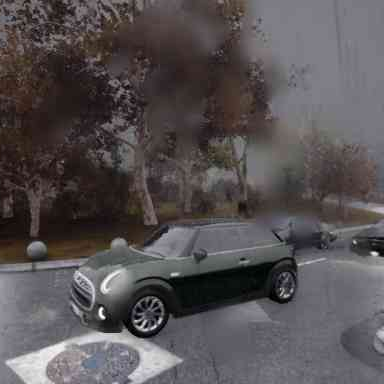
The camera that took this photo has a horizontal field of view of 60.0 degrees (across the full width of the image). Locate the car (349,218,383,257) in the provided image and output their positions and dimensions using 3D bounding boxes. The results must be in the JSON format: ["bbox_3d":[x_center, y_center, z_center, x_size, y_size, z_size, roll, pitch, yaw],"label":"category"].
[{"bbox_3d":[7.924,1.630,12.438,5.357,1.411,2.033,1,0,-40],"label":"car"}]

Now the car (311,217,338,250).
[{"bbox_3d":[3.695,1.599,12.974,5.357,1.411,2.033,1,0,-40],"label":"car"}]

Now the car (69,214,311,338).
[{"bbox_3d":[-0.019,1.361,6.714,4.553,1.767,2.097,0,0,-32],"label":"car"}]
